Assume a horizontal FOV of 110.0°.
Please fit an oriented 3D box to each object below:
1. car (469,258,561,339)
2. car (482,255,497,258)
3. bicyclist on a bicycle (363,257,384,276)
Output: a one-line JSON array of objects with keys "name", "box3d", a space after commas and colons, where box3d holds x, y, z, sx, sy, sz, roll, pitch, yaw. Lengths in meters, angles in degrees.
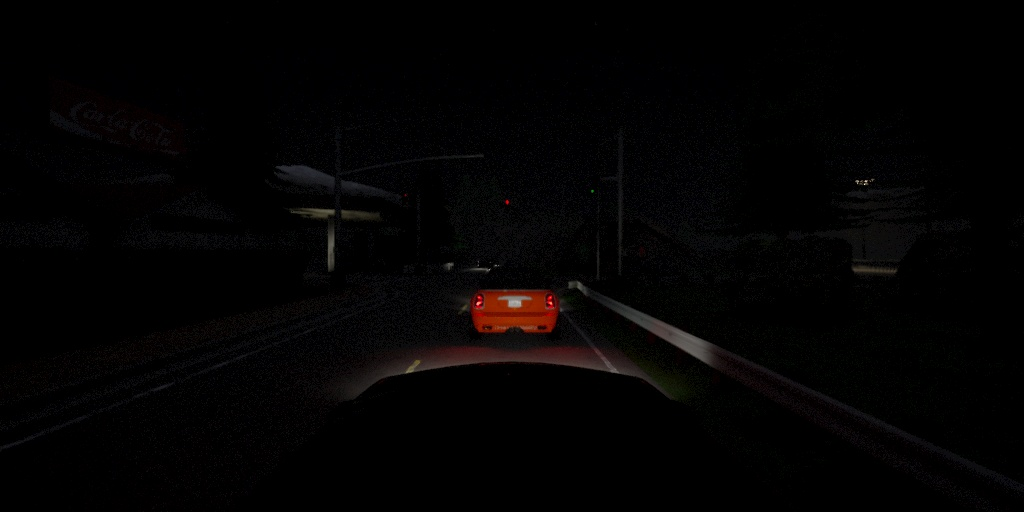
[{"name": "car", "box3d": [0.074, 1.041, 9.969, 2.097, 1.767, 4.553, 0, 0, 0]}, {"name": "car", "box3d": [-3.581, 0.750, 49.256, 2.097, 1.767, 4.553, 0, 0, 0]}, {"name": "bicyclist on a bicycle", "box3d": [-11.773, 0.884, 30.448, 1.656, 1.620, 0.582, 1, -2, -19]}]
